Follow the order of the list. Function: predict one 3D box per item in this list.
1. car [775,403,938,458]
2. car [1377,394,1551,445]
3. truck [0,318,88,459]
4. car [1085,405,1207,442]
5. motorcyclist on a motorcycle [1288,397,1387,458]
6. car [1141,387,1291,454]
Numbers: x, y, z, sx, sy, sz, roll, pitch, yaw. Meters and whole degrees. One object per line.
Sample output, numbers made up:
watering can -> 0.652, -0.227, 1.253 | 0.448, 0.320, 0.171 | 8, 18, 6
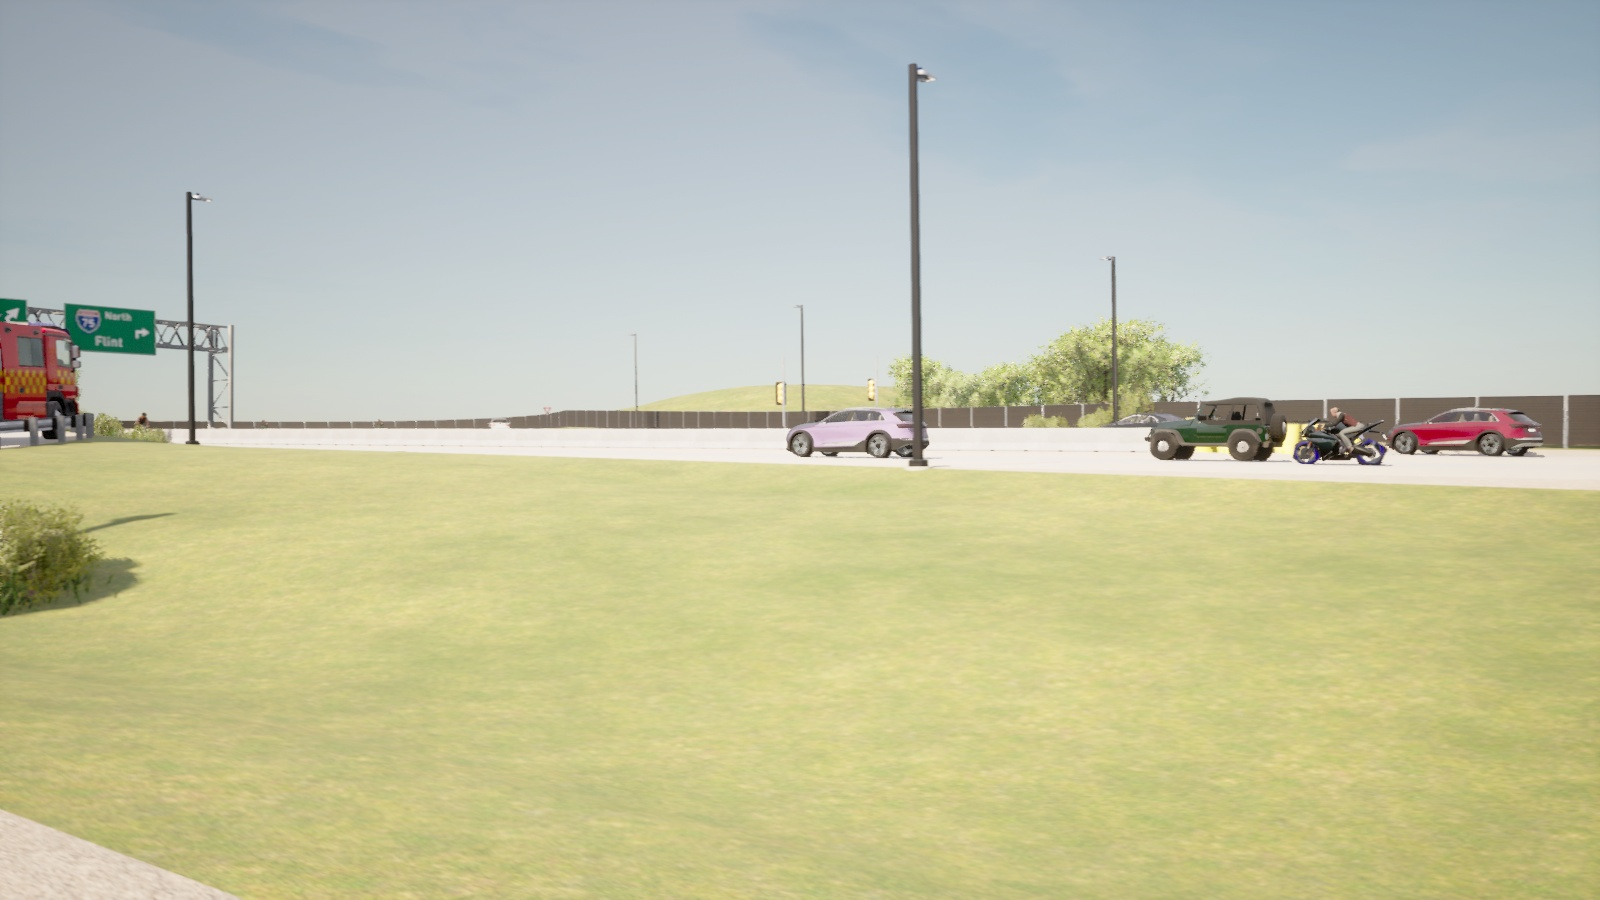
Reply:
car -> 1.781, -0.594, 40.330 | 4.856, 1.649, 2.033 | 0, 1, 34
car -> 22.570, -1.027, 42.853 | 2.033, 1.649, 4.856 | -2, 1, -36
truck -> -23.466, -1.703, 35.419 | 2.891, 3.827, 8.468 | -1, 3, -8
car -> 14.900, -1.142, 54.330 | 2.128, 1.511, 4.902 | -2, 2, -32
motorcyclist on a motorcycle -> 13.767, -0.563, 32.161 | 2.191, 1.530, 0.866 | 0, 1, 34
car -> 12.356, -0.838, 37.354 | 3.866, 1.878, 1.905 | 0, 1, 34
